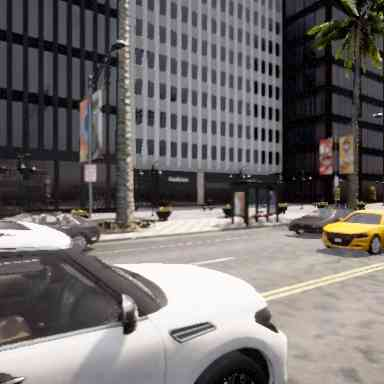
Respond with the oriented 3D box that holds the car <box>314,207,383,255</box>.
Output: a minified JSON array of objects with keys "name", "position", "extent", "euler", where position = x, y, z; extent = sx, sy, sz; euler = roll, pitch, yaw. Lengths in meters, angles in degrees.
[{"name":"car","position":[7.326,1.480,13.495],"extent":[5.008,1.535,1.882],"euler":[0,0,-35]}]

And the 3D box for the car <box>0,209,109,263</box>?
[{"name":"car","position":[-5.799,1.481,12.122],"extent":[4.892,1.521,2.231],"euler":[0,0,-35]}]

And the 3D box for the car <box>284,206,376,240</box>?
[{"name":"car","position":[7.550,1.550,17.961],"extent":[5.357,1.411,2.033],"euler":[0,0,-35]}]

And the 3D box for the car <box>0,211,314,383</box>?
[{"name":"car","position":[-1.718,1.220,2.521],"extent":[5.566,2.045,2.150],"euler":[0,0,-35]}]
